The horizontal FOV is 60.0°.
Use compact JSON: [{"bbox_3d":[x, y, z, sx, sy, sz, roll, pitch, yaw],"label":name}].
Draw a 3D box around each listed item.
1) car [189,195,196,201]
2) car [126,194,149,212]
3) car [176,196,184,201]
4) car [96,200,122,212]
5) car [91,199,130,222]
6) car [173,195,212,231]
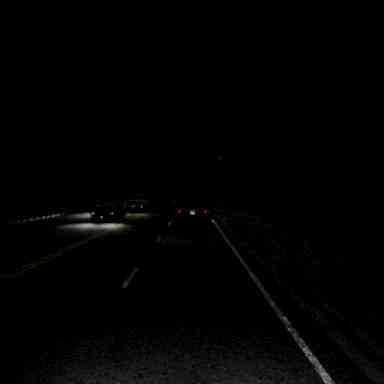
[{"bbox_3d":[0.162,1.635,88.966,1.882,1.535,5.008,0,0,0],"label":"car"},{"bbox_3d":[-6.430,1.215,39.064,2.150,2.045,5.566,0,0,0],"label":"car"},{"bbox_3d":[-3.088,1.695,89.356,1.994,1.385,4.181,0,0,0],"label":"car"},{"bbox_3d":[-9.682,1.594,39.044,1.895,1.301,4.718,0,0,0],"label":"car"},{"bbox_3d":[-6.457,1.514,26.080,1.812,1.442,4.674,0,0,0],"label":"car"},{"bbox_3d":[0.038,1.234,20.659,2.150,2.045,5.566,0,0,0],"label":"car"}]
